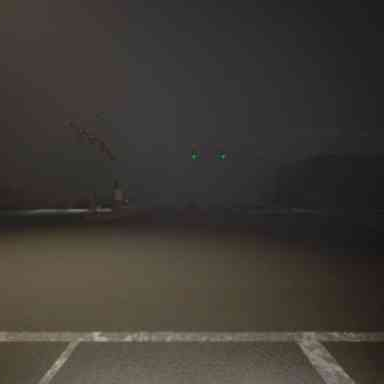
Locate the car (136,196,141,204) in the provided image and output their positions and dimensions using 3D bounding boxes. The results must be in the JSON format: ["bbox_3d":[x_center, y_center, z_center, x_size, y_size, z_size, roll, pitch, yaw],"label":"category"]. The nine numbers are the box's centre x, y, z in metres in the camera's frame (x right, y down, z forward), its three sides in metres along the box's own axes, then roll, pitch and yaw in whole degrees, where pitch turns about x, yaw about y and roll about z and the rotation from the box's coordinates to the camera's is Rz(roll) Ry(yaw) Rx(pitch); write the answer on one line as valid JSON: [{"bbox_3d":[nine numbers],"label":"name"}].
[{"bbox_3d":[-11.517,1.649,66.993,1.837,1.490,4.892,0,0,0],"label":"car"}]

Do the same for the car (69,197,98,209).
[{"bbox_3d":[-15.089,1.666,46.495,1.994,1.385,4.181,0,0,0],"label":"car"}]

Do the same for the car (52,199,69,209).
[{"bbox_3d":[-18.573,1.707,48.473,1.895,1.301,4.718,0,0,0],"label":"car"}]

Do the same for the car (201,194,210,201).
[{"bbox_3d":[3.478,1.422,86.204,2.097,1.767,4.553,0,0,0],"label":"car"}]

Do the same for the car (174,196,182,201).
[{"bbox_3d":[-3.522,1.620,86.231,1.994,1.385,4.181,0,0,0],"label":"car"}]

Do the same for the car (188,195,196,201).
[{"bbox_3d":[-0.022,1.567,86.232,1.837,1.490,4.892,0,0,0],"label":"car"}]

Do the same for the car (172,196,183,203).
[{"bbox_3d":[-3.520,1.683,76.227,1.812,1.442,4.674,0,0,0],"label":"car"}]

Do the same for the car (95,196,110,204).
[{"bbox_3d":[-18.518,1.651,68.802,1.837,1.490,4.892,0,0,0],"label":"car"}]

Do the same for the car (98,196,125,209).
[{"bbox_3d":[-11.587,1.652,47.701,2.033,1.411,5.357,0,0,0],"label":"car"}]

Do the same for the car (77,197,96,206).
[{"bbox_3d":[-18.515,1.633,58.623,1.837,1.490,4.892,0,0,0],"label":"car"}]

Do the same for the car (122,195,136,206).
[{"bbox_3d":[-11.520,1.476,56.819,2.097,1.767,4.553,0,0,0],"label":"car"}]

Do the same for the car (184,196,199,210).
[{"bbox_3d":[-0.012,1.624,45.201,1.812,1.442,4.674,0,0,0],"label":"car"}]

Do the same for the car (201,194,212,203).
[{"bbox_3d":[3.480,1.754,76.259,1.895,1.301,4.718,0,0,0],"label":"car"}]
